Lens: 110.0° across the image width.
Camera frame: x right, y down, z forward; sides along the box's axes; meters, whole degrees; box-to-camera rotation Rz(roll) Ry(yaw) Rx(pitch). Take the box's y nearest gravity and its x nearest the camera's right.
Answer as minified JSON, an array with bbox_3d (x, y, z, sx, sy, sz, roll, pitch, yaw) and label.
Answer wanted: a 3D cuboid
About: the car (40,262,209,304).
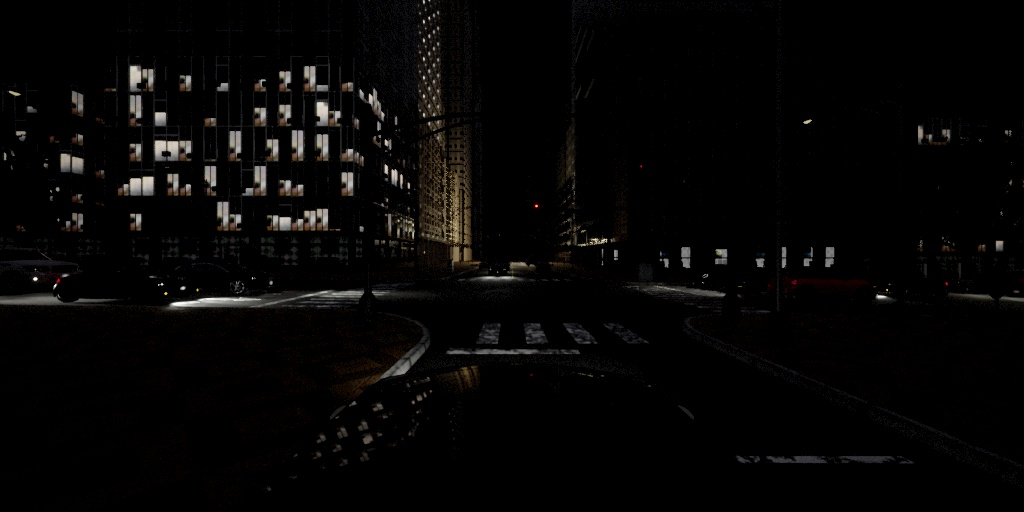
[{"bbox_3d":[-15.044,1.063,14.147,4.181,1.385,1.994,1,0,-2],"label":"car"}]

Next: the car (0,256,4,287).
[{"bbox_3d":[-23.691,0.832,13.773,4.902,1.511,2.128,1,0,-3],"label":"car"}]

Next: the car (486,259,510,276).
[{"bbox_3d":[-1.397,1.293,37.224,1.812,1.442,4.674,0,0,0],"label":"car"}]

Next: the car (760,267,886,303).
[{"bbox_3d":[16.138,1.417,18.770,4.553,1.767,2.097,1,0,-2],"label":"car"}]

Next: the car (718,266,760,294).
[{"bbox_3d":[15.856,1.564,22.211,4.892,1.490,1.837,1,0,-4],"label":"car"}]

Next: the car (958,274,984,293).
[{"bbox_3d":[33.780,1.980,26.229,4.718,1.301,1.895,1,0,-3],"label":"car"}]

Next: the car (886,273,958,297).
[{"bbox_3d":[24.723,1.782,22.588,4.181,1.385,1.994,1,0,-3],"label":"car"}]

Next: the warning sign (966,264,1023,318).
[{"bbox_3d":[17.306,1.204,12.804,1.060,1.860,1.300,0,0,-2],"label":"warning sign"}]

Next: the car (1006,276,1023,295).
[{"bbox_3d":[34.486,1.745,23.005,4.553,1.767,2.097,1,0,-2],"label":"car"}]

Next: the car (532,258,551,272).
[{"bbox_3d":[4.053,1.329,46.644,1.948,1.339,4.313,0,0,0],"label":"car"}]

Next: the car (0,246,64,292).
[{"bbox_3d":[-24.086,0.553,17.005,5.566,2.045,2.150,1,0,-2],"label":"car"}]

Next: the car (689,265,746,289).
[{"bbox_3d":[15.064,1.396,25.418,4.553,1.767,2.097,1,0,-3],"label":"car"}]

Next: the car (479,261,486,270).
[{"bbox_3d":[-3.885,1.342,52.159,1.802,1.307,4.207,0,0,0],"label":"car"}]

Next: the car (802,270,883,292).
[{"bbox_3d":[23.686,1.763,25.810,4.181,1.385,1.994,1,0,-5],"label":"car"}]

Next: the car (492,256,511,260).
[{"bbox_3d":[-1.410,0.984,50.143,2.150,2.045,5.566,0,0,0],"label":"car"}]

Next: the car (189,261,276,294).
[{"bbox_3d":[-14.246,1.004,17.443,4.902,1.511,2.128,1,0,-3],"label":"car"}]
